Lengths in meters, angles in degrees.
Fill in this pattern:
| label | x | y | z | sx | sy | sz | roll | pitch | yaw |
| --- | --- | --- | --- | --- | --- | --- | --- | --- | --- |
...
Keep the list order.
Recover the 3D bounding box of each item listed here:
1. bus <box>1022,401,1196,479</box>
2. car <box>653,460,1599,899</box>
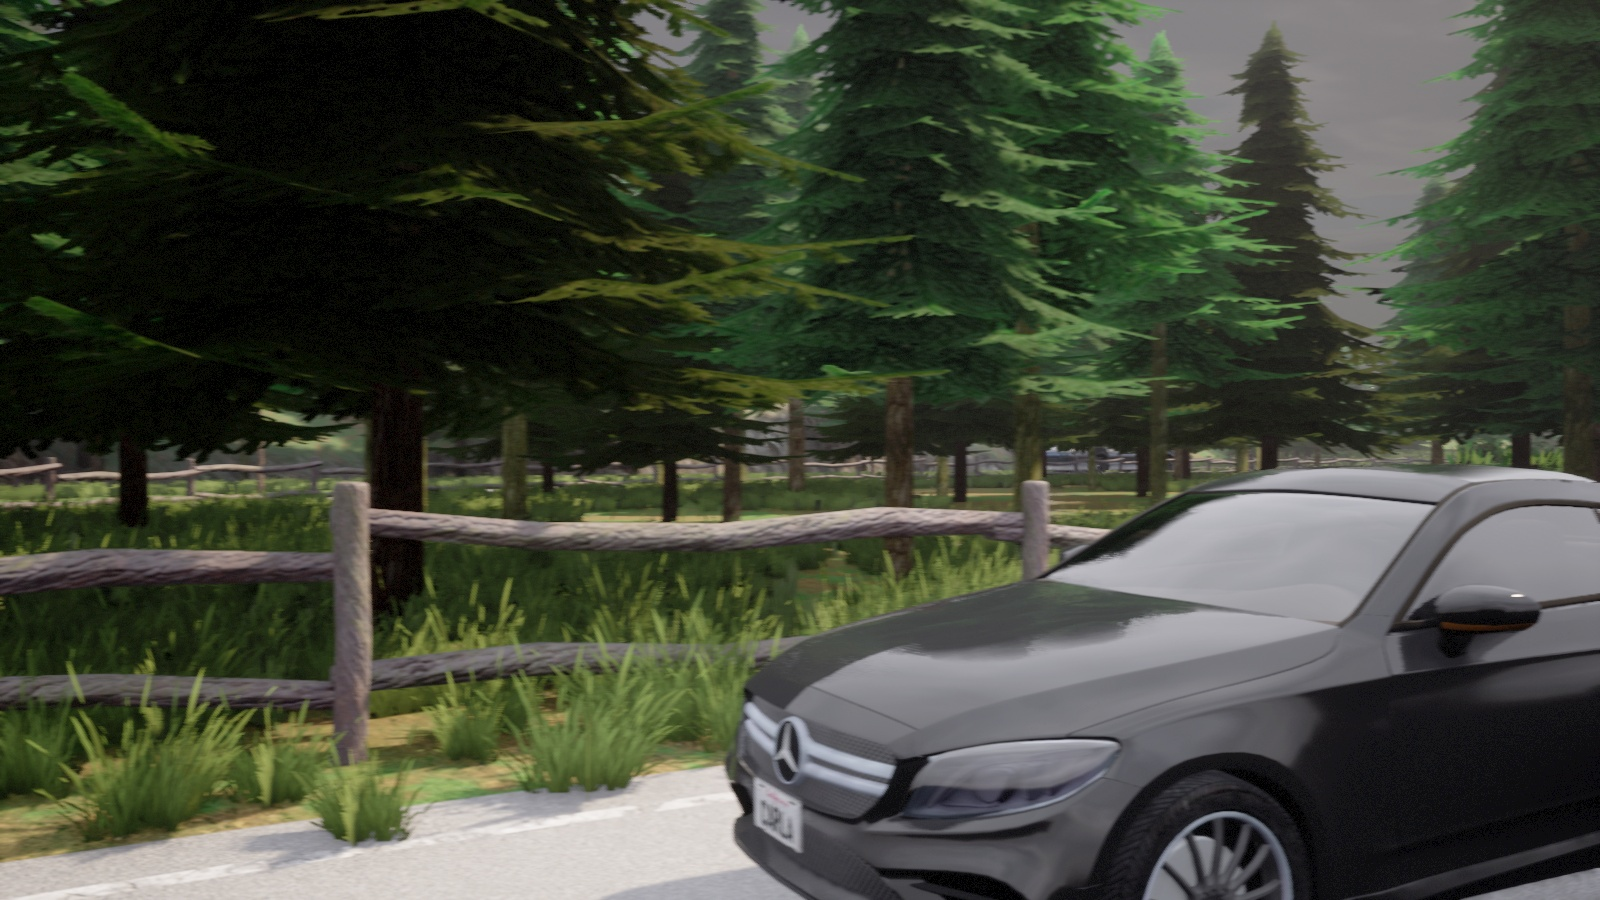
| label | x | y | z | sx | sy | sz | roll | pitch | yaw |
| --- | --- | --- | --- | --- | --- | --- | --- | --- | --- |
| bus | 18.006 | -0.534 | 72.902 | 10.273 | 4.253 | 3.944 | 0 | 0 | -34 |
| car | 1.986 | 0.773 | 4.574 | 4.674 | 1.442 | 1.812 | 0 | 0 | -26 |
